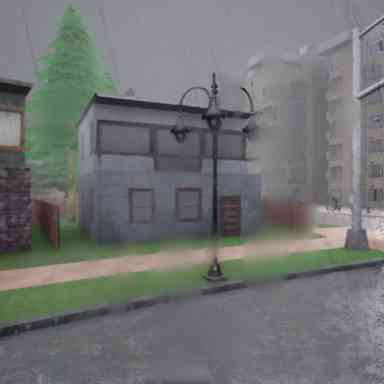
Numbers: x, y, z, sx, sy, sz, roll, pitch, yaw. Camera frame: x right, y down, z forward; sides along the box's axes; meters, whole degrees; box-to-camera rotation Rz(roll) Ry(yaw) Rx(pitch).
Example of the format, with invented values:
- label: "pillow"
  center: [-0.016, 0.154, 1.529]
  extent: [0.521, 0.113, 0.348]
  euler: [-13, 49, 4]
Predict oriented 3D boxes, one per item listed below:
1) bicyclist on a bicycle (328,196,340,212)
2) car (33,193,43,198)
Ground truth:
- label: "bicyclist on a bicycle"
  center: [14.491, 1.230, 33.857]
  extent: [1.656, 1.620, 0.582]
  euler: [0, 0, -23]
- label: "car"
  center: [-31.982, 1.046, 69.006]
  extent: [1.932, 1.855, 4.605]
  euler: [0, 0, -24]
